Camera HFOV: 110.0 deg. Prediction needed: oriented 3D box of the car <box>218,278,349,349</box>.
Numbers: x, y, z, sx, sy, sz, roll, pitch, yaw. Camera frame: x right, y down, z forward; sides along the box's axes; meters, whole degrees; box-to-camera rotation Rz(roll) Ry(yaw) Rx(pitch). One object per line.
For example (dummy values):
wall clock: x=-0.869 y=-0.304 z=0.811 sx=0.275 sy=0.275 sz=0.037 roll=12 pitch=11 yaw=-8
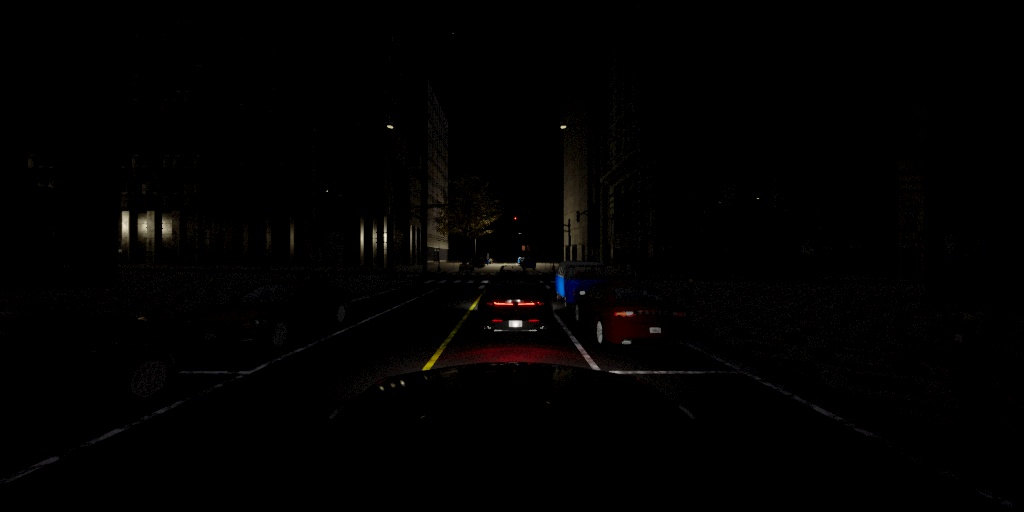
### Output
car: x=-5.802 y=1.296 z=9.128 sx=1.888 sy=1.381 sz=4.507 roll=0 pitch=0 yaw=0

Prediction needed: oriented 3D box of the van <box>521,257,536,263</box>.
van: x=2.595 y=1.116 z=52.647 sx=1.690 sy=1.789 sz=3.998 roll=0 pitch=0 yaw=0

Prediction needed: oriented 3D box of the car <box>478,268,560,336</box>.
car: x=0.074 y=1.256 z=10.373 sx=1.837 sy=1.490 sz=4.892 roll=0 pitch=0 yaw=0

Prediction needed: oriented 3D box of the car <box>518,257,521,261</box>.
car: x=2.559 y=1.332 z=63.473 sx=1.888 sy=1.381 sz=4.507 roll=0 pitch=0 yaw=0

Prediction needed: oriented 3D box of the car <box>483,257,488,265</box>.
car: x=-5.965 y=1.101 z=63.089 sx=2.192 sy=1.841 sz=5.009 roll=0 pitch=0 yaw=0

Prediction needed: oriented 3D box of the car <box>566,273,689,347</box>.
car: x=2.753 y=1.296 z=9.138 sx=1.888 sy=1.381 sz=4.507 roll=0 pitch=0 yaw=0

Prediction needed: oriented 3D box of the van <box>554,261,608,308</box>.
van: x=2.736 y=1.093 z=14.663 sx=1.690 sy=1.789 sz=3.998 roll=0 pitch=0 yaw=0

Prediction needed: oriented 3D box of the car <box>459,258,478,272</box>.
car: x=-5.917 y=1.296 z=47.050 sx=1.751 sy=1.417 sz=4.829 roll=0 pitch=0 yaw=0

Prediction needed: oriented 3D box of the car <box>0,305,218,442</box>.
car: x=-5.782 y=1.295 z=3.603 sx=1.888 sy=1.381 sz=4.507 roll=0 pitch=0 yaw=0

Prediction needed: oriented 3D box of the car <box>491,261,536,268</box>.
car: x=0.047 y=1.245 z=19.792 sx=2.128 sy=1.511 sz=4.902 roll=0 pitch=0 yaw=-1

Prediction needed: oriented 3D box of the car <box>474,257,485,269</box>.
car: x=-5.947 y=1.326 z=57.800 sx=1.888 sy=1.381 sz=4.507 roll=0 pitch=0 yaw=0

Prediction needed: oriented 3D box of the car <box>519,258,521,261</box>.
car: x=2.577 y=1.347 z=58.059 sx=1.948 sy=1.339 sz=4.313 roll=0 pitch=0 yaw=0
